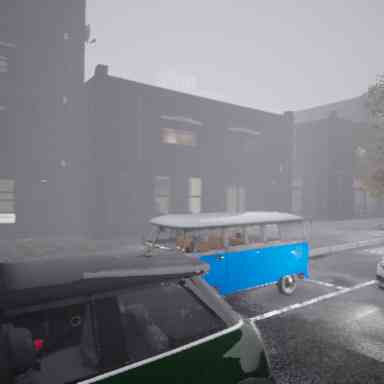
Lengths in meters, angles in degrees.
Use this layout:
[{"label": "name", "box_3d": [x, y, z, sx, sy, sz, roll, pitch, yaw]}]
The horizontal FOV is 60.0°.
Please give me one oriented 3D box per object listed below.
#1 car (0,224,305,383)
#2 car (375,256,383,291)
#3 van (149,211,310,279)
[{"label": "car", "box_3d": [-1.554, 1.352, 2.264, 4.553, 1.767, 2.097, 0, 0, -35]}, {"label": "car", "box_3d": [6.160, 1.527, 7.753, 4.674, 1.442, 1.812, 0, 0, -35]}, {"label": "van", "box_3d": [0.758, 1.343, 7.074, 3.998, 1.788, 1.690, 0, 1, -35]}]
